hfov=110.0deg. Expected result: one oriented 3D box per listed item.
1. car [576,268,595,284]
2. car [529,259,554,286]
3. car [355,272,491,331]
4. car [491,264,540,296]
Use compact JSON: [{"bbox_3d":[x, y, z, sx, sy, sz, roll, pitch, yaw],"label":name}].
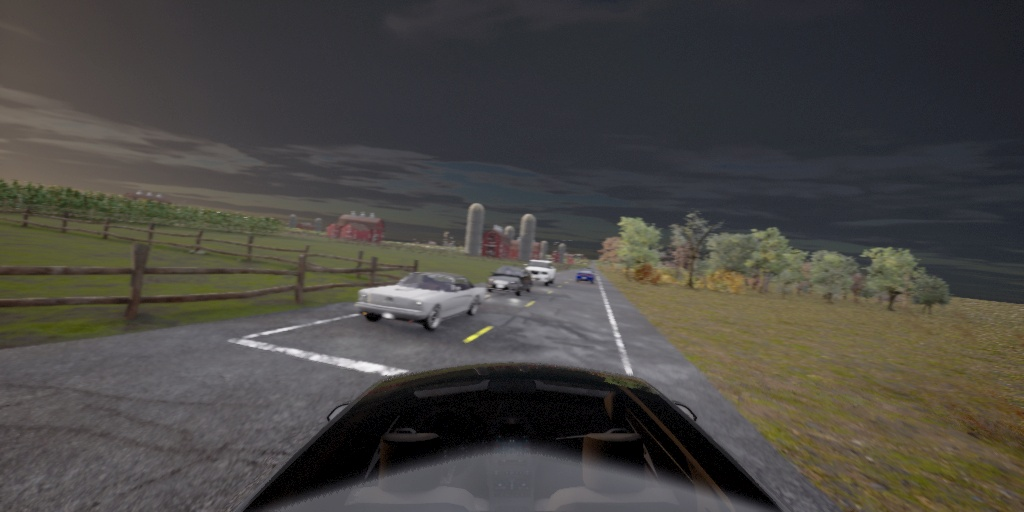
[{"bbox_3d":[8.438,2.300,41.267,1.882,1.535,5.008,6,0,14],"label":"car"},{"bbox_3d":[2.381,1.357,30.836,2.150,2.045,5.566,6,0,13],"label":"car"},{"bbox_3d":[-2.345,1.149,10.475,1.895,1.301,4.718,6,0,14],"label":"car"},{"bbox_3d":[-0.025,1.329,20.479,2.128,1.511,4.902,6,0,13],"label":"car"}]
